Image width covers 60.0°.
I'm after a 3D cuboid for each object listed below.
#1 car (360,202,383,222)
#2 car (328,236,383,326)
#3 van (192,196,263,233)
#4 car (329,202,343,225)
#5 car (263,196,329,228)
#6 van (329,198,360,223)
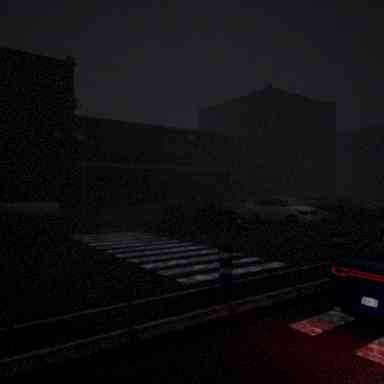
[{"bbox_3d":[13.004,1.686,28.480,2.097,1.535,5.008,1,0,-36],"label":"car"},{"bbox_3d":[4.713,1.528,6.474,5.008,1.535,1.882,0,0,-35],"label":"car"},{"bbox_3d":[1.888,1.339,20.336,1.878,1.987,4.442,0,0,-36],"label":"van"},{"bbox_3d":[8.531,1.667,25.260,2.002,1.452,4.674,1,0,-36],"label":"car"},{"bbox_3d":[6.311,1.351,23.625,2.435,2.045,5.566,0,0,-36],"label":"car"},{"bbox_3d":[10.803,1.430,27.032,1.878,1.987,4.442,1,0,-36],"label":"van"}]
